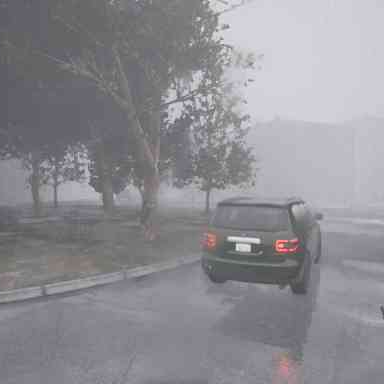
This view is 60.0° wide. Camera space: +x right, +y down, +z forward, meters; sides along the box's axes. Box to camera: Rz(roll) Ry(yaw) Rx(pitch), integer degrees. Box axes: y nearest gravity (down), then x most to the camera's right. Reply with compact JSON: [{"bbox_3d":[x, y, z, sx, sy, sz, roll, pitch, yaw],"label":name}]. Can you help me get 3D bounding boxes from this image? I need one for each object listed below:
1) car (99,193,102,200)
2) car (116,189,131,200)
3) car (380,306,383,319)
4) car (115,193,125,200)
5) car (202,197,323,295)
[{"bbox_3d":[-18.375,0.851,69.750,1.882,1.535,5.008,0,-1,-12],"label":"car"},{"bbox_3d":[-12.145,0.430,58.974,2.150,2.045,5.566,0,0,-16],"label":"car"},{"bbox_3d":[3.591,1.542,2.542,2.033,1.411,5.357,0,0,5],"label":"car"},{"bbox_3d":[-15.533,0.923,71.961,2.033,1.411,5.357,0,-1,-12],"label":"car"},{"bbox_3d":[2.134,1.133,8.884,2.150,2.045,5.566,0,1,25],"label":"car"}]
